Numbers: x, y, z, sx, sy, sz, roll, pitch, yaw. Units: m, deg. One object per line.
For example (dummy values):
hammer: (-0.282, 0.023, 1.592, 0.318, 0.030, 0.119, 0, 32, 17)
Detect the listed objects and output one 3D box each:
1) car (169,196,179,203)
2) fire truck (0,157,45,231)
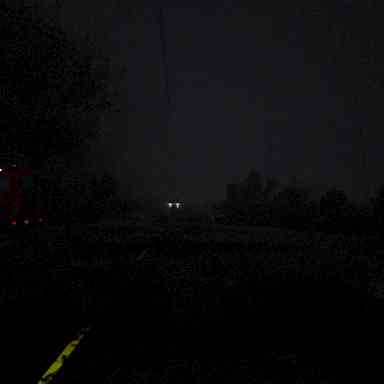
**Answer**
car: (-3.515, 1.489, 67.135, 1.812, 1.442, 4.674, 0, 0, 0)
fire truck: (-12.373, 0.147, 17.195, 8.468, 3.827, 2.891, 1, 0, 5)
